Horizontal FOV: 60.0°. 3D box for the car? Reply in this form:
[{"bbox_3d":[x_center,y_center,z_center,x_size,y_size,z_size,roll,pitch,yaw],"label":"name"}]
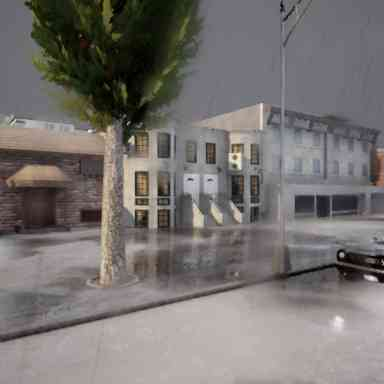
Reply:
[{"bbox_3d":[5.805,1.625,8.730,4.718,1.301,1.895,0,0,-35],"label":"car"}]
